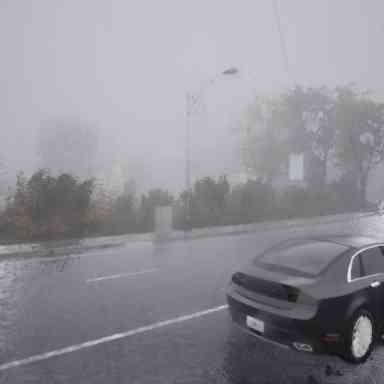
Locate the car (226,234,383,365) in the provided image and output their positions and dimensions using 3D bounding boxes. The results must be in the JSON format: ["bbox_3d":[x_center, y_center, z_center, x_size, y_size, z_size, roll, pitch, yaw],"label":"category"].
[{"bbox_3d":[2.790,1.509,5.885,4.892,1.490,1.837,0,0,-37],"label":"car"}]
